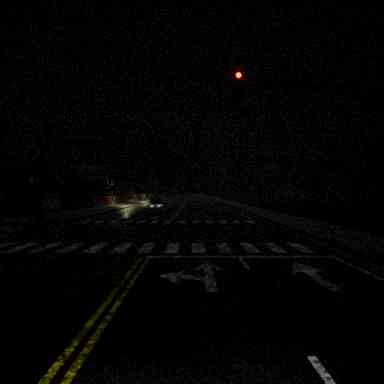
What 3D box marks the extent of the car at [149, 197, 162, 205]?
[{"bbox_3d":[-6.392,1.524,59.250,2.033,1.411,5.357,0,0,0],"label":"car"}]
